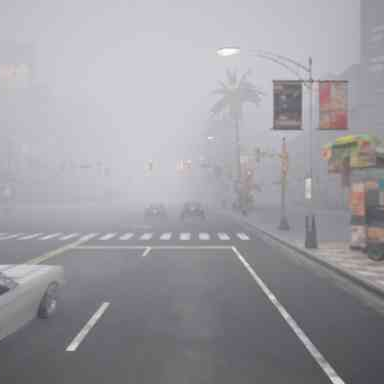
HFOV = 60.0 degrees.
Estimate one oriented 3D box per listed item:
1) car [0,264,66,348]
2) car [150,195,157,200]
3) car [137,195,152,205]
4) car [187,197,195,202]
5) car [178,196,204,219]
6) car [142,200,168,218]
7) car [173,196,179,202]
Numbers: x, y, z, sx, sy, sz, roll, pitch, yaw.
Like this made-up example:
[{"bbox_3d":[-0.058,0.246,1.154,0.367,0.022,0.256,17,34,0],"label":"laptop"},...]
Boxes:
[{"bbox_3d":[-3.437,1.631,4.505,1.895,1.301,4.718,0,0,0],"label":"car"},{"bbox_3d":[-10.639,1.795,88.646,2.150,2.045,5.566,0,0,0],"label":"car"},{"bbox_3d":[-10.607,2.007,72.378,2.033,1.411,5.357,0,0,0],"label":"car"},{"bbox_3d":[-0.333,2.161,95.388,1.994,1.385,4.181,0,0,-4],"label":"car"},{"bbox_3d":[0.050,1.556,31.749,2.097,1.767,4.553,0,0,0],"label":"car"},{"bbox_3d":[-3.451,1.775,32.746,1.994,1.385,4.181,0,0,0],"label":"car"},{"bbox_3d":[-3.779,2.076,94.250,1.882,1.535,5.008,0,0,-4],"label":"car"}]
